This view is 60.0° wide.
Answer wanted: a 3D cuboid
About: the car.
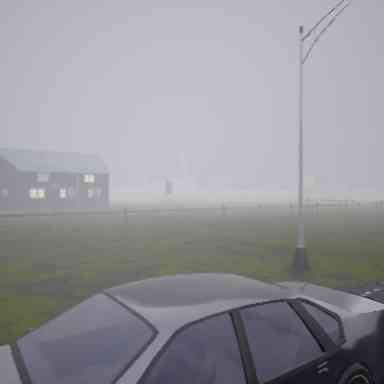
[{"bbox_3d":[-0.132,1.553,2.949,5.357,1.411,2.033,0,0,-35],"label":"car"}]
